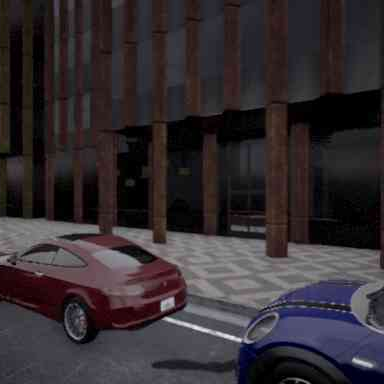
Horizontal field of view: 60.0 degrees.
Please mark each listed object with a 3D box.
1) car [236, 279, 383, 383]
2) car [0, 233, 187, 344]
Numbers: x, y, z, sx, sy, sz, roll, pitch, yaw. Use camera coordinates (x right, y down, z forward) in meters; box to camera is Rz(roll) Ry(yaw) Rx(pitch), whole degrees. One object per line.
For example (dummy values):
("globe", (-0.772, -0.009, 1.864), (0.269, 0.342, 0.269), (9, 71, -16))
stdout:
("car", (2.664, 1.353, 2.857), (4.553, 1.767, 2.097), (0, 0, 36))
("car", (-2.243, 1.521, 6.361), (4.674, 1.442, 1.812), (0, 0, 36))
